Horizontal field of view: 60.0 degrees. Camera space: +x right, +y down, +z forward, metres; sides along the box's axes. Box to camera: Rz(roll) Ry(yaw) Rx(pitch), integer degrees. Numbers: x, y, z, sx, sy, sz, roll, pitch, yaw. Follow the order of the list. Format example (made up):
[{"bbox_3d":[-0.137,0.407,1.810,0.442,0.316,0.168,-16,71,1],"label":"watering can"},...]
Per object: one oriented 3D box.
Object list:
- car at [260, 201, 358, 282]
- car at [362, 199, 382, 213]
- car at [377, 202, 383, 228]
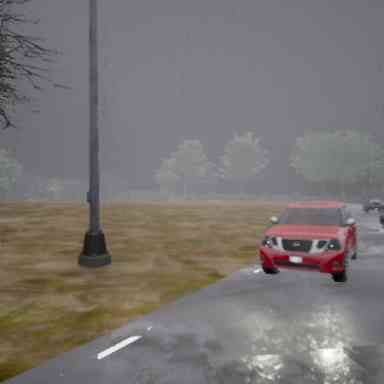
[{"bbox_3d":[3.978,1.340,10.694,2.150,2.045,5.566,-1,-1,30],"label":"car"},{"bbox_3d":[20.653,1.551,37.881,1.837,1.490,4.892,-1,0,22],"label":"car"},{"bbox_3d":[13.921,1.637,22.621,1.812,1.442,4.674,-1,0,26],"label":"car"}]
